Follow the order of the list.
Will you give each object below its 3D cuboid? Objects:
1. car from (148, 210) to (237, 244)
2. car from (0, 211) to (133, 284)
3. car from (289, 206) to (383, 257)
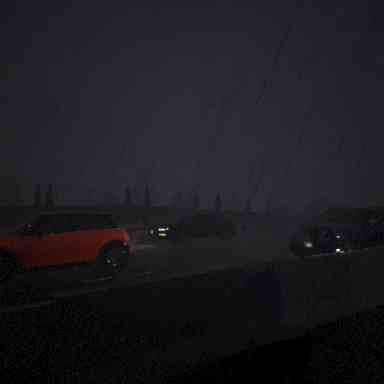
[{"bbox_3d":[0.122,1.717,16.951,4.892,1.490,1.837,3,-2,-35],"label":"car"},{"bbox_3d":[-4.126,1.363,9.641,4.553,1.767,2.097,1,0,-35],"label":"car"},{"bbox_3d":[6.137,1.548,12.631,5.566,2.045,2.150,4,-2,-35],"label":"car"}]
